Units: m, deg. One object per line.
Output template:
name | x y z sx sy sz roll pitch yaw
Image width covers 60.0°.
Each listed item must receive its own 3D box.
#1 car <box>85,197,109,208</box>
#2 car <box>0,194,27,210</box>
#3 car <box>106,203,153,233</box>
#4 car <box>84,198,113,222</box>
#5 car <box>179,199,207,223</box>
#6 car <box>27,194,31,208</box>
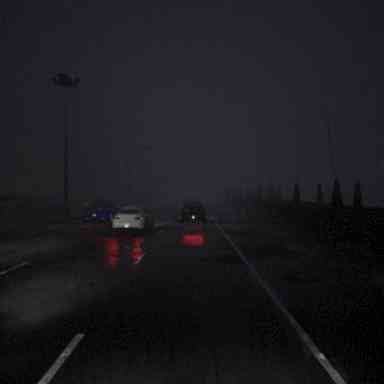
car | -14.016 1.542 49.402 2.033 1.411 5.357 0 0 0
car | -17.587 1.217 30.009 2.150 2.045 5.566 0 0 0
car | -3.402 1.523 19.594 1.812 1.442 4.674 0 0 0
car | -6.903 1.475 26.012 1.882 1.535 5.008 0 0 0
car | 0.097 1.501 25.569 1.837 1.490 4.892 0 0 0
car | -21.064 1.219 38.931 2.150 2.045 5.566 0 0 0
